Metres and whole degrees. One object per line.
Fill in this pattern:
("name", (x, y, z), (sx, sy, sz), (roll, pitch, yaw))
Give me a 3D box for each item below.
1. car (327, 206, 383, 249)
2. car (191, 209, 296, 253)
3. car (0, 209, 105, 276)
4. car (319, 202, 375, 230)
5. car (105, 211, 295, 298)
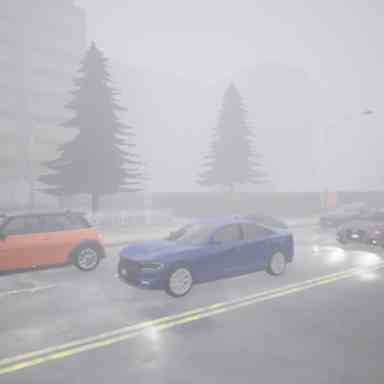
("car", (7.895, 1.496, 13.882), (4.181, 1.385, 1.994), (0, 0, -35))
("car", (2.244, 1.517, 14.166), (4.181, 1.385, 1.994), (0, 0, -35))
("car", (-4.795, 1.346, 9.159), (4.553, 1.767, 2.097), (0, 0, -35))
("car", (9.401, 1.389, 19.239), (5.008, 1.535, 1.882), (0, 0, -35))
("car", (0.563, 1.452, 8.670), (5.008, 1.535, 1.882), (0, 0, -35))
